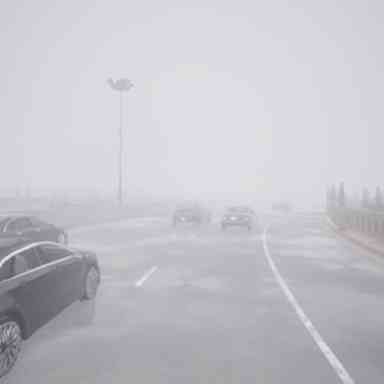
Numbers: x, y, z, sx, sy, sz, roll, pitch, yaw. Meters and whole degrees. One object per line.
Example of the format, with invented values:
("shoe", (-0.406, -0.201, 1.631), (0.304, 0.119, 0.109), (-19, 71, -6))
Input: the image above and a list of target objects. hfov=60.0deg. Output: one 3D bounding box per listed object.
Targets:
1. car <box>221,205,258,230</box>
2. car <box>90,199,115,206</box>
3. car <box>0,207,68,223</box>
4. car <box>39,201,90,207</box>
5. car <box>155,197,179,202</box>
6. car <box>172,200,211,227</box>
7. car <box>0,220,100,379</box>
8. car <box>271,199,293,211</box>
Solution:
("car", (3.122, 1.572, 21.464), (2.033, 1.411, 5.357), (0, 0, 15))
("car", (-11.923, 1.563, 42.208), (1.895, 1.301, 4.718), (0, 0, 23))
("car", (-5.985, 1.481, 11.139), (1.837, 1.490, 4.892), (0, 0, 7))
("car", (-10.377, 1.454, 25.594), (2.128, 1.511, 4.902), (0, 0, 16))
("car", (-3.770, 1.444, 50.701), (2.128, 1.511, 4.902), (0, 0, 30))
("car", (0.082, 1.502, 23.303), (2.128, 1.511, 4.902), (0, 0, 15))
("car", (-3.052, 1.479, 5.462), (2.128, 1.511, 4.902), (0, 0, 4))
("car", (11.139, 1.596, 41.068), (1.812, 1.442, 4.674), (0, 0, 29))
